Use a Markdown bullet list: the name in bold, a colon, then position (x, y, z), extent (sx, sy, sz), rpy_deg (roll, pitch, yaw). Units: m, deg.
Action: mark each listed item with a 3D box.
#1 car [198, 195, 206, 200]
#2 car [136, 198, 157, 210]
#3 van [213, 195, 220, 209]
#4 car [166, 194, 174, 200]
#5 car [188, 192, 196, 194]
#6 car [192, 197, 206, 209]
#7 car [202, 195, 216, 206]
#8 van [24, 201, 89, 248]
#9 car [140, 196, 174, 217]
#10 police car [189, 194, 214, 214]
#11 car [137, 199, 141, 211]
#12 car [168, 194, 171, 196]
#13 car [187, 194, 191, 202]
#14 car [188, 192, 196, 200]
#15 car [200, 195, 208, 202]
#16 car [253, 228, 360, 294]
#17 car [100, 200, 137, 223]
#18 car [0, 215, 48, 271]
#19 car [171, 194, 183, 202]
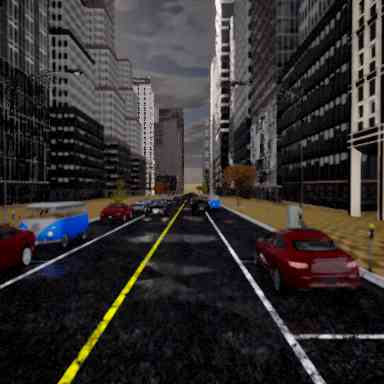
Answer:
- **car**: position (2.682, 1.473, 87.263), extent (1.947, 1.339, 4.313), rpy_deg (-1, 0, 0)
- **car**: position (-5.700, 1.488, 42.264), extent (2.008, 1.369, 4.403), rpy_deg (-1, 0, 0)
- **van**: position (2.676, 1.278, 42.264), extent (1.690, 1.788, 3.998), rpy_deg (-1, 0, 0)
- **car**: position (-5.701, 1.347, 87.263), extent (1.967, 1.590, 4.097), rpy_deg (-1, 0, 0)
- **car**: position (0.004, 1.283, 69.328), extent (1.837, 1.490, 4.892), rpy_deg (0, 0, 0)
- **car**: position (0.903, 1.440, 44.389), extent (1.837, 1.490, 4.892), rpy_deg (0, 0, 0)
- **car**: position (2.678, 1.367, 53.513), extent (1.967, 1.590, 4.097), rpy_deg (-1, 0, 0)
- **van**: position (-5.704, 1.317, 14.138), extent (1.690, 1.788, 3.998), rpy_deg (-1, 0, 0)
- **car**: position (-3.091, 1.442, 30.631), extent (2.128, 1.511, 4.902), rpy_deg (0, 0, 0)
- **police car**: position (0.902, 1.371, 34.498), extent (1.930, 1.638, 5.238), rpy_deg (0, 0, 0)
- **car**: position (-5.700, 1.495, 36.639), extent (2.008, 1.369, 4.403), rpy_deg (-1, 0, 0)
- **car**: position (-5.699, 1.469, 64.763), extent (2.008, 1.369, 4.403), rpy_deg (-1, 0, 0)
- **car**: position (0.764, 1.409, 50.426), extent (1.882, 1.535, 5.008), rpy_deg (0, 0, 3)
- **car**: position (0.004, 0.947, 86.172), extent (2.150, 2.045, 5.566), rpy_deg (0, 0, 0)
- **car**: position (2.681, 1.437, 76.184), extent (1.752, 1.417, 4.829), rpy_deg (-1, 0, 0)
- **car**: position (2.680, 1.567, 8.514), extent (1.802, 1.307, 4.206), rpy_deg (-1, 0, 0)
- **car**: position (-5.700, 1.503, 25.388), extent (1.887, 1.381, 4.507), rpy_deg (-1, 0, 0)
- **car**: position (-5.701, 1.530, 8.514), extent (1.887, 1.381, 4.507), rpy_deg (-1, 0, 0)
- **car**: position (-2.996, 1.397, 71.079), extent (1.994, 1.385, 4.181), rpy_deg (0, 0, 0)
